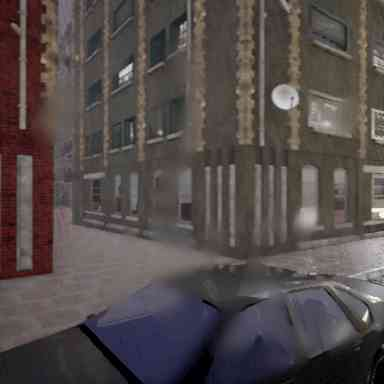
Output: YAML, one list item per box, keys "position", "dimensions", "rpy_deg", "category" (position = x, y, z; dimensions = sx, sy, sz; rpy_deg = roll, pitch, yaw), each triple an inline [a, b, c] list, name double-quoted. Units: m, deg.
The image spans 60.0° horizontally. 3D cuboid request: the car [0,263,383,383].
- position: [0.333, 1.539, 3.287]
  dimensions: [5.357, 1.411, 2.033]
  rpy_deg: [0, 0, -35]
  category: "car"
